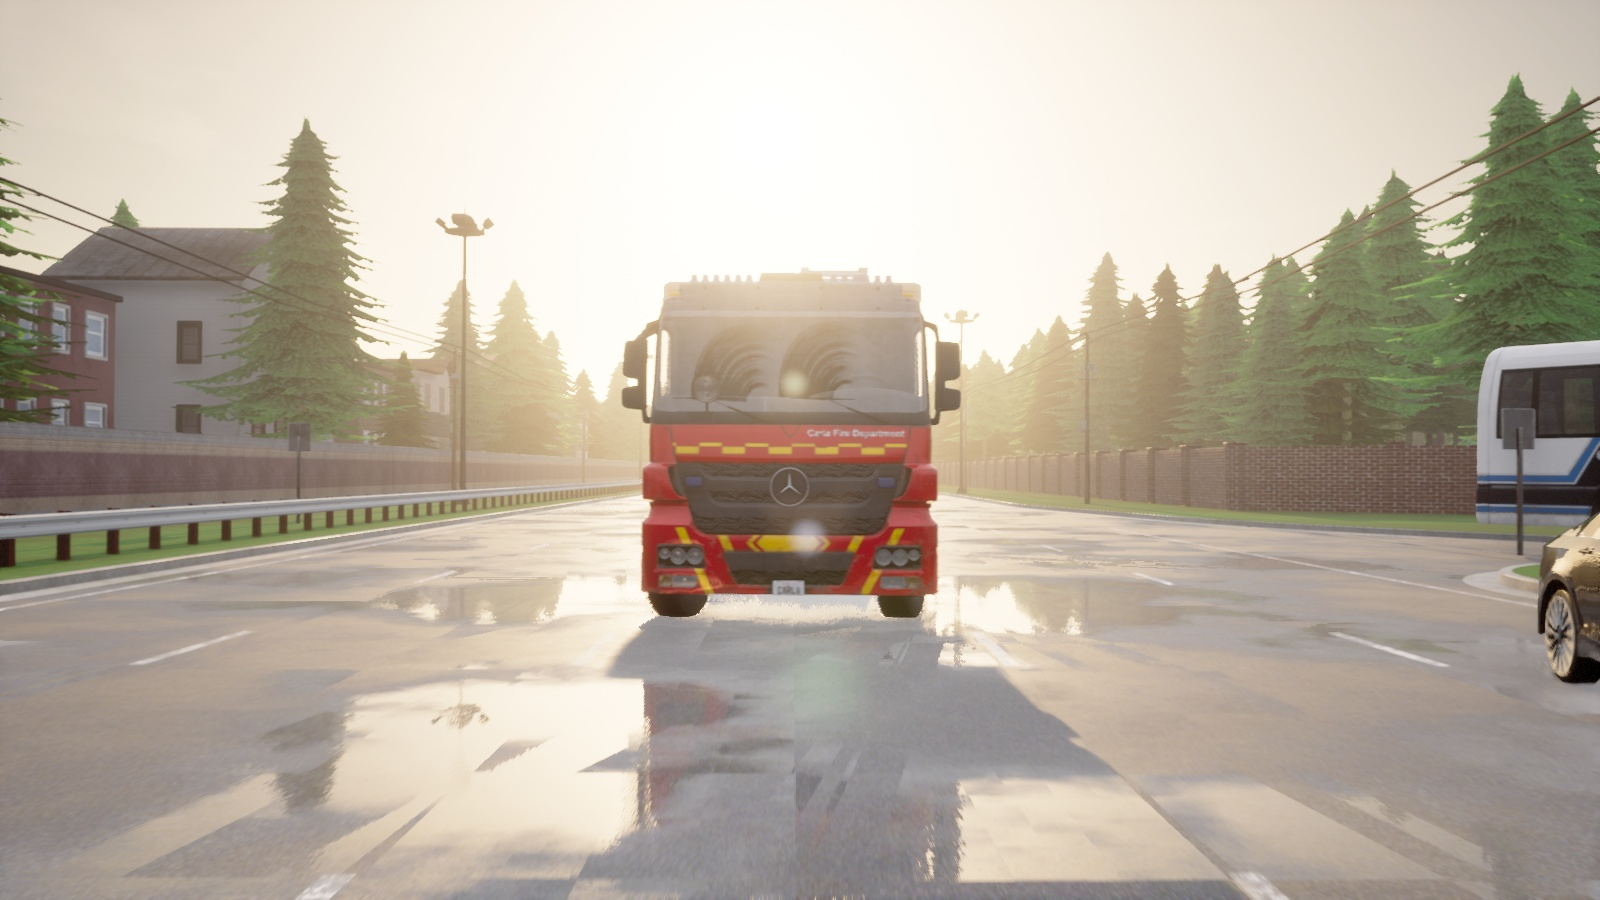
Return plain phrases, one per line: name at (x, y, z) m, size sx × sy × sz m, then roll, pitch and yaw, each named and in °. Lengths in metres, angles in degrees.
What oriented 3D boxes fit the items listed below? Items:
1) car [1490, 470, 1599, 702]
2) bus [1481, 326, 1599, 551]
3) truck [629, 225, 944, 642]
car at (6.226, 0.879, 7.852) m, size 2.128 × 1.511 × 4.902 m, roll 0°, pitch -1°, yaw 14°
bus at (18.504, -0.258, 22.529) m, size 3.944 × 4.253 × 10.273 m, roll 0°, pitch -1°, yaw -38°
truck at (-0.084, -0.086, 15.776) m, size 2.891 × 3.827 × 8.468 m, roll 0°, pitch -1°, yaw 1°
